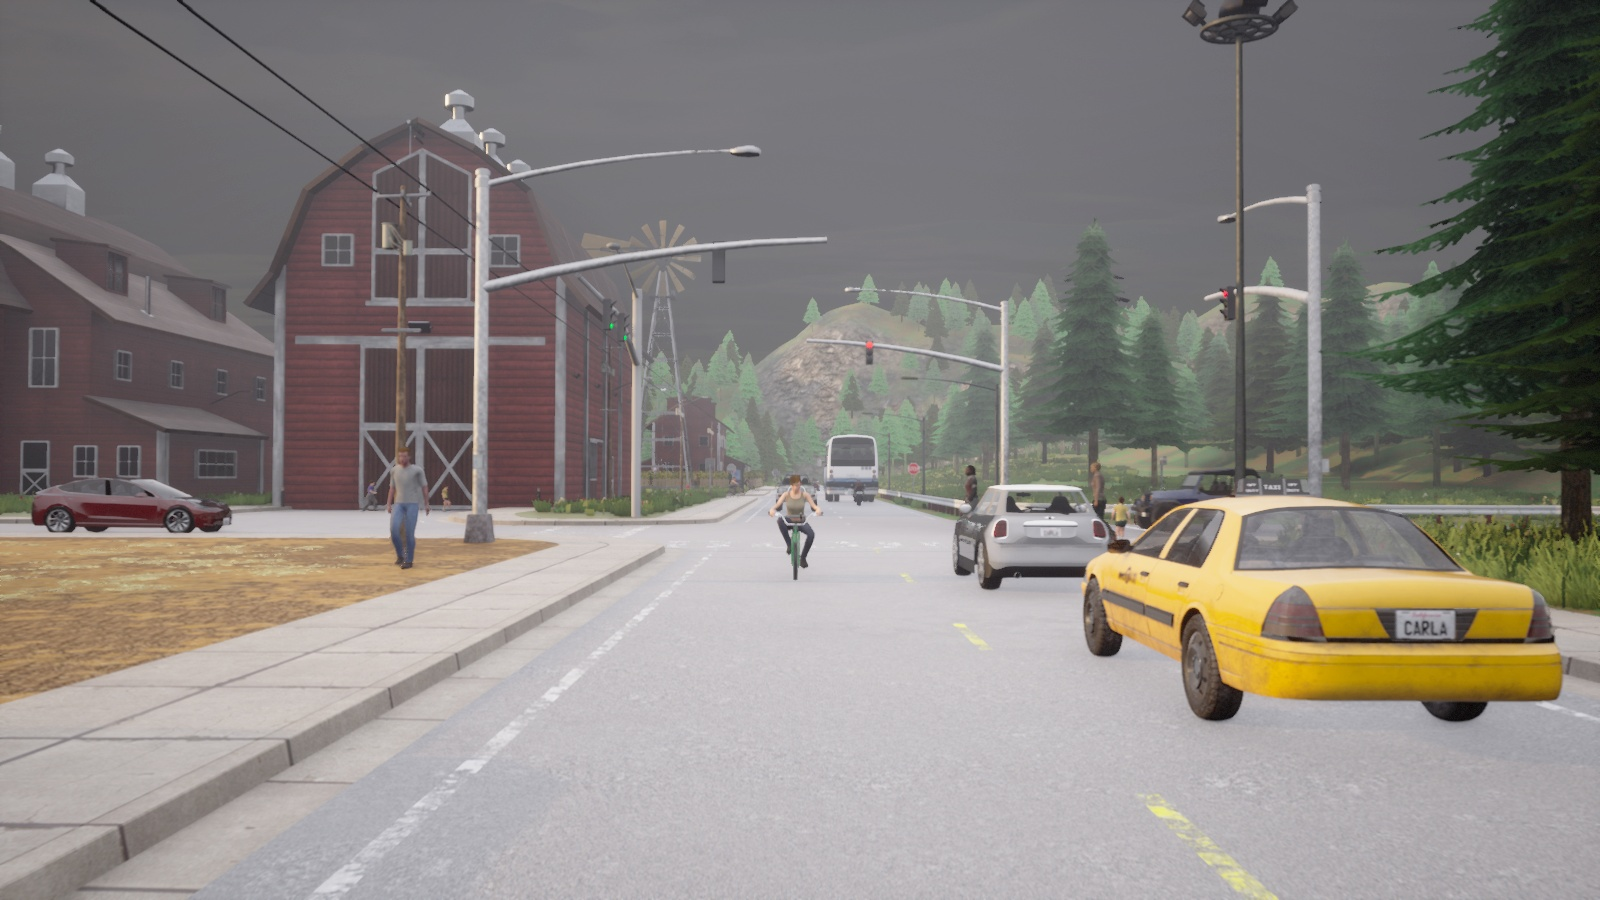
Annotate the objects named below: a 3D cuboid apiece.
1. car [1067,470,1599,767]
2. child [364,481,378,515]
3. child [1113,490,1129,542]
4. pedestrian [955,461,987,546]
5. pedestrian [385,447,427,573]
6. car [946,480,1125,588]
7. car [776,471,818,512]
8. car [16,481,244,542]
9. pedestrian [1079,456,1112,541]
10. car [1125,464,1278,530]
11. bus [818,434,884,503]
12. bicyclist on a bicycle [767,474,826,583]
[{"bbox_3d":[3.476,0.954,9.376,1.801,1.575,5.366,0,-1,0],"label":"car"},{"bbox_3d":[-16.427,1.840,48.123,0.437,1.263,0.270,0,-1,-1],"label":"child"},{"bbox_3d":[6.978,1.428,27.277,0.255,1.110,0.394,0,-1,5],"label":"child"},{"bbox_3d":[3.904,1.212,28.636,0.666,1.930,0.402,0,-1,0],"label":"pedestrian"},{"bbox_3d":[-5.882,0.885,18.767,0.354,1.836,0.706,0,-1,6],"label":"pedestrian"},{"bbox_3d":[3.452,1.195,19.146,1.970,1.475,3.806,0,-1,0],"label":"car"},{"bbox_3d":[-0.150,1.945,59.465,1.932,1.855,4.605,0,-1,0],"label":"car"},{"bbox_3d":[-17.396,1.583,32.817,4.792,1.488,2.163,0,-1,-1],"label":"car"},{"bbox_3d":[6.520,1.067,27.676,0.634,1.846,0.331,-1,-1,26],"label":"pedestrian"},{"bbox_3d":[11.746,1.355,36.924,3.866,1.878,1.905,0,-1,-1],"label":"car"},{"bbox_3d":[3.285,1.271,83.796,3.944,4.253,10.273,0,-1,0],"label":"bus"},{"bbox_3d":[-0.057,1.186,19.439,0.866,1.612,1.509,0,-1,0],"label":"bicyclist on a bicycle"}]
